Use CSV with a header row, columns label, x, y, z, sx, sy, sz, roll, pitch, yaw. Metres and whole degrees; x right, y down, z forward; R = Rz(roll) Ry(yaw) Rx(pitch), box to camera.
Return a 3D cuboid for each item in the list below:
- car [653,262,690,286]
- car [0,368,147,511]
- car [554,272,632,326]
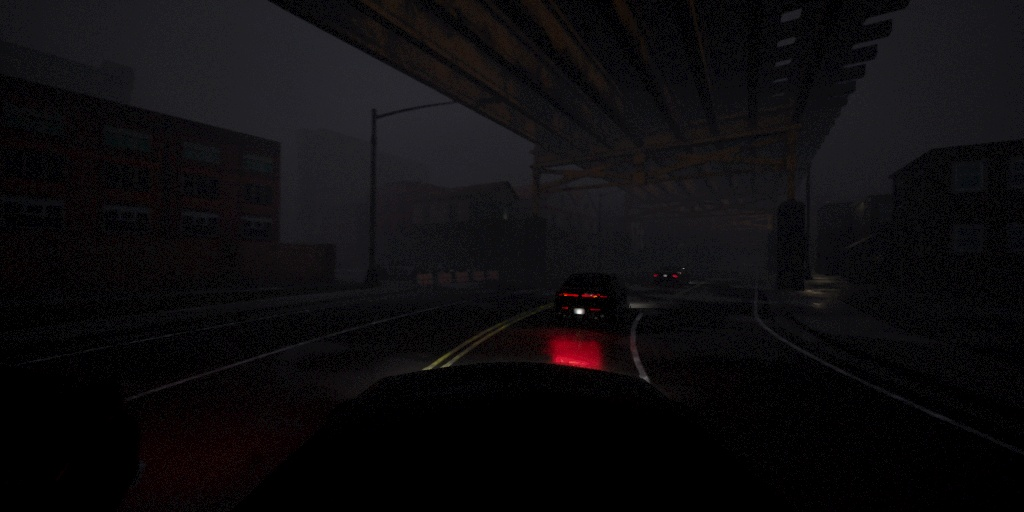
label,x,y,z,sx,sy,sz,roll,pitch,yaw
car,11.959,1.423,26.743,2.033,1.411,5.357,1,0,34
car,-3.377,1.196,0.263,2.128,1.511,4.902,1,0,1
car,2.814,1.277,12.103,1.837,1.490,4.892,0,0,23
